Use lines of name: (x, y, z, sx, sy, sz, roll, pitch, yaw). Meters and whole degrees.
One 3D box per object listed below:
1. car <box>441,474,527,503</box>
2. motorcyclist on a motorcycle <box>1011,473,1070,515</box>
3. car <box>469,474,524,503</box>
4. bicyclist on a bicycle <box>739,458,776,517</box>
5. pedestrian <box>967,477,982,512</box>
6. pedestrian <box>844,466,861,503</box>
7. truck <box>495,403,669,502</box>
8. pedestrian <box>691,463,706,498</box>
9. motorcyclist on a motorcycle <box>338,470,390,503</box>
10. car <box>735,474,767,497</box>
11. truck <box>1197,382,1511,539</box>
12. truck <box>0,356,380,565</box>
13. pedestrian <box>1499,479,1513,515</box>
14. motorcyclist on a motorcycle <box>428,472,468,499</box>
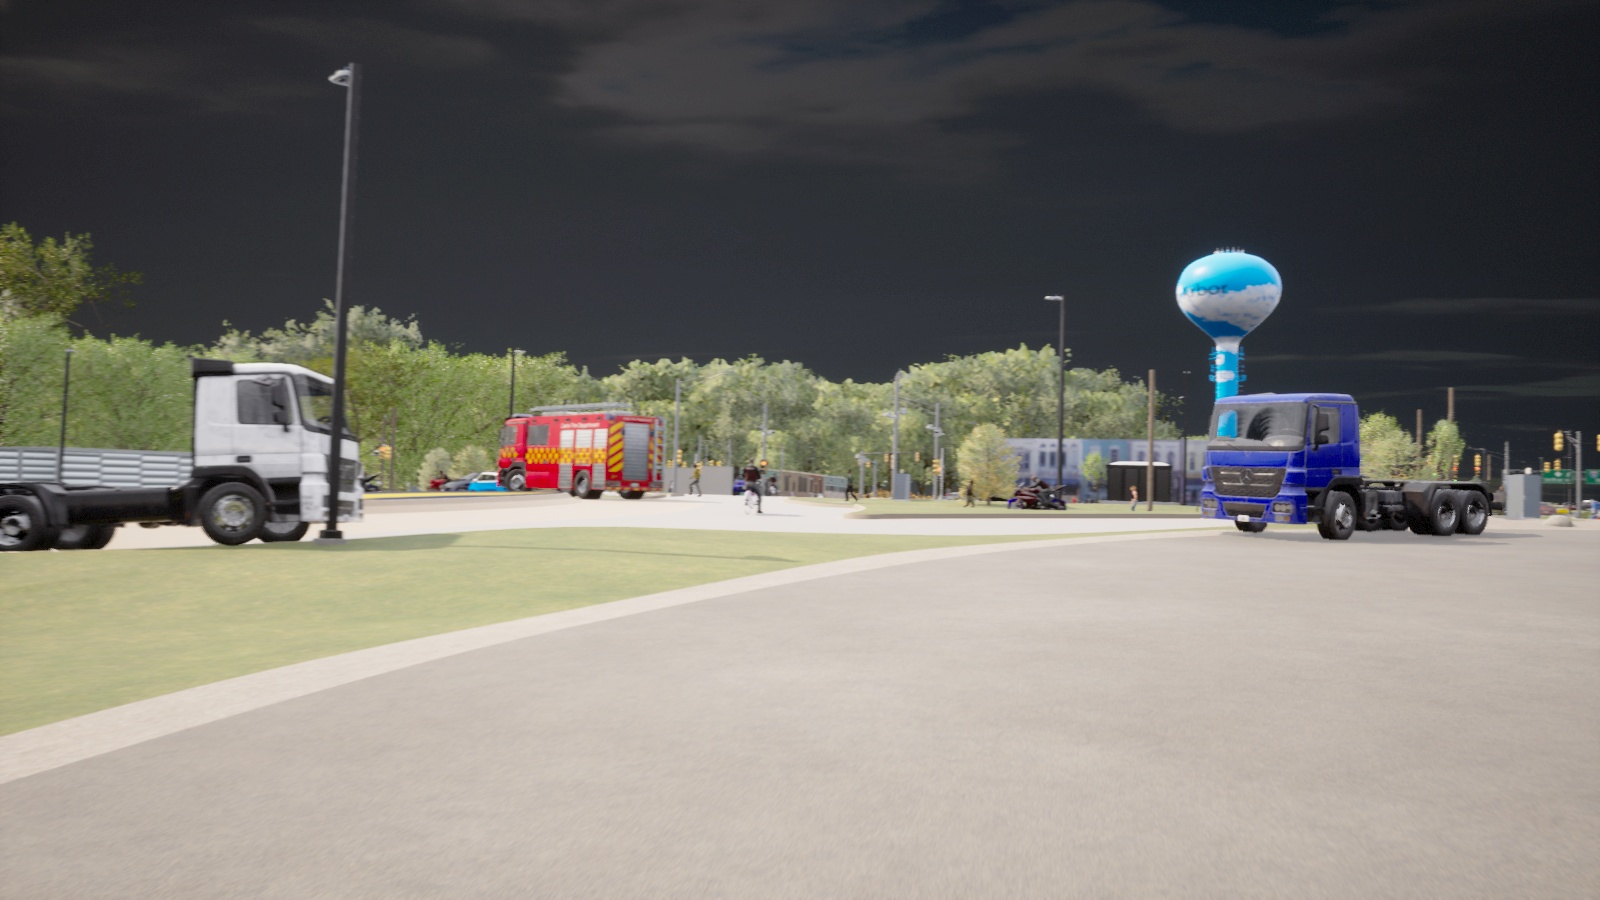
car: (-17.293, 2.064, 68.765, 4.193, 1.474, 1.816, 0, 0, -37)
motorcyclist on a motorcycle: (9.142, 1.681, 47.721, 2.191, 1.530, 0.866, 0, -3, 11)
car: (-15.152, 1.925, 62.751, 2.207, 1.376, 1.481, -1, -4, 22)
bicyclist on a bicycle: (-1.319, 1.133, 39.008, 0.659, 1.776, 1.843, 1, 0, 14)
pedestrian: (9.271, 2.360, 66.797, 0.703, 1.840, 0.431, 1, -3, 15)
pedestrian: (2.805, 1.819, 66.758, 0.788, 1.949, 0.423, 1, -3, 12)
truck: (-9.284, 0.184, 52.612, 2.891, 3.827, 8.468, 3, -3, -43)
pedestrian: (-5.501, 1.637, 67.804, 0.726, 1.835, 0.370, 1, -3, 2)
motorcyclist on a motorcycle: (-20.715, 1.756, 59.618, 2.191, 1.530, 0.866, -1, -3, 14)
car: (-3.256, 2.384, 84.110, 1.816, 1.474, 4.193, 1, -2, 3)
truck: (13.701, 0.244, 30.862, 7.936, 3.462, 2.891, 0, 0, -30)
truck: (-12.536, 0.306, 24.078, 7.936, 3.462, 2.891, -3, -4, -3)
pedestrian: (36.153, 2.402, 64.337, 0.540, 1.848, 0.694, 0, -3, 24)
motorcyclist on a motorcycle: (-20.448, 2.070, 72.955, 2.044, 1.523, 0.797, 0, -2, -35)
